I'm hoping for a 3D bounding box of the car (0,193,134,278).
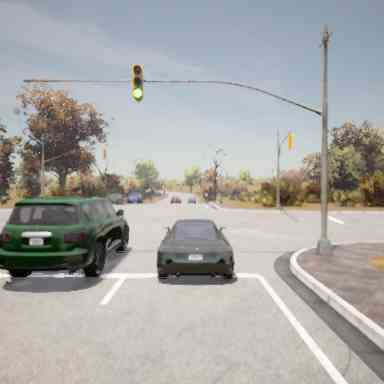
[{"bbox_3d":[-3.413,1.132,9.994,2.150,2.045,5.566,0,1,0],"label":"car"}]

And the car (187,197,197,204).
[{"bbox_3d":[-0.010,1.827,70.991,2.033,1.411,5.357,0,-2,0],"label":"car"}]

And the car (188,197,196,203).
[{"bbox_3d":[-0.011,2.027,81.430,1.994,1.385,4.181,0,-2,0],"label":"car"}]

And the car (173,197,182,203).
[{"bbox_3d":[-3.511,1.952,81.432,1.882,1.535,5.008,0,-2,0],"label":"car"}]

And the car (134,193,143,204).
[{"bbox_3d":[-10.527,1.226,62.044,2.150,2.045,5.566,0,-2,0],"label":"car"}]

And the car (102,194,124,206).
[{"bbox_3d":[-10.591,1.034,45.149,1.837,1.490,4.892,0,-1,0],"label":"car"}]

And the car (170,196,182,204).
[{"bbox_3d":[-3.510,1.657,71.384,2.097,1.767,4.553,0,-2,0],"label":"car"}]

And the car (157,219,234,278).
[{"bbox_3d":[0.086,1.477,9.884,1.994,1.385,4.181,0,1,0],"label":"car"}]
